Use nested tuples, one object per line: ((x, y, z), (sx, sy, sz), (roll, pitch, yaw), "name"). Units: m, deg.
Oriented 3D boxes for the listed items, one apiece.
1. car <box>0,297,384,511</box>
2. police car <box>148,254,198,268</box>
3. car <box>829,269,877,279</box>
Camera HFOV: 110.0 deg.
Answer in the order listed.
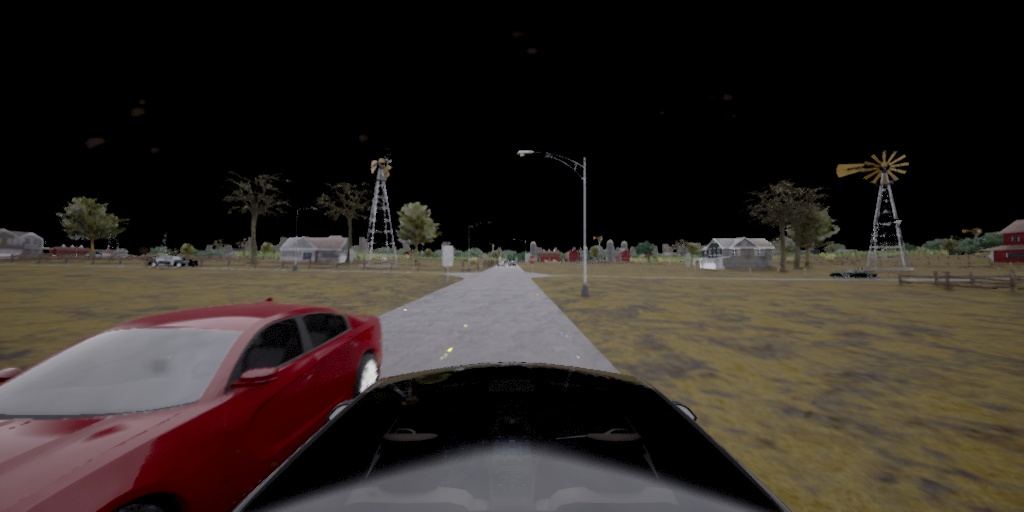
((-2.848, 1.242, 3.367), (1.882, 1.535, 5.008), (0, 0, 0), "car")
((-41.725, 0.631, 44.262), (5.238, 1.638, 1.930), (1, -2, 0), "police car")
((44.336, 2.366, 46.717), (4.718, 1.301, 1.895), (0, -2, 1), "car")
